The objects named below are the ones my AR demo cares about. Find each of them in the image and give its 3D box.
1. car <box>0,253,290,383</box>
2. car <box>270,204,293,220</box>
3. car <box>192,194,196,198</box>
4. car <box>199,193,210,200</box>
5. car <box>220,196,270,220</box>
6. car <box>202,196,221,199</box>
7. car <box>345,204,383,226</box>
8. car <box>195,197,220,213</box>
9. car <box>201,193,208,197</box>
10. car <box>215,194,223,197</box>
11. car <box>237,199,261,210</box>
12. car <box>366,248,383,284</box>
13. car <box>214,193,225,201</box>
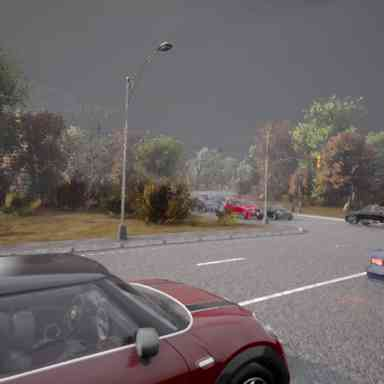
[{"bbox_3d":[-1.234,1.353,2.866,4.553,1.767,2.097,0,0,-36],"label":"car"},{"bbox_3d":[9.019,2.086,36.421,2.097,1.767,4.553,3,-1,-23],"label":"car"},{"bbox_3d":[-0.851,1.361,54.951,2.150,2.045,5.566,2,2,-13],"label":"car"},{"bbox_3d":[2.854,1.025,78.355,2.128,1.511,4.902,2,2,-1],"label":"car"},{"bbox_3d":[5.517,1.799,35.639,2.150,2.045,5.566,3,-1,-22],"label":"car"},{"bbox_3d":[3.086,1.927,53.753,1.994,1.385,4.181,2,1,-15],"label":"car"},{"bbox_3d":[16.430,2.094,29.352,2.150,2.045,5.566,3,-2,-27],"label":"car"},{"bbox_3d":[2.028,1.951,44.901,1.837,1.490,4.892,3,0,-18],"label":"car"},{"bbox_3d":[0.991,1.303,63.614,2.097,1.767,4.553,2,2,-10],"label":"car"},{"bbox_3d":[4.459,1.621,64.664,2.033,1.411,5.357,2,2,-9],"label":"car"},{"bbox_3d":[9.686,2.097,56.827,2.128,1.511,4.902,2,2,-14],"label":"car"},{"bbox_3d":[6.518,1.658,8.424,5.357,1.411,2.033,2,-1,-36],"label":"car"},{"bbox_3d":[6.400,1.198,77.473,2.128,1.511,4.902,2,2,-1],"label":"car"}]
